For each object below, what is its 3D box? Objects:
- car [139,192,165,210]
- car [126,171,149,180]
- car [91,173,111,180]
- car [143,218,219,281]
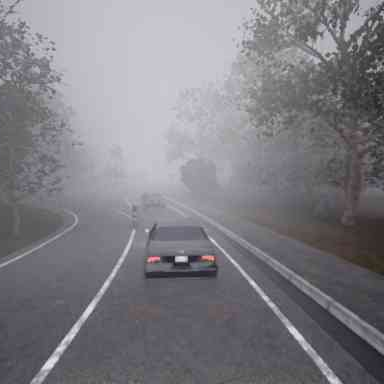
[{"bbox_3d":[-3.570,0.690,29.431,2.033,1.411,5.357,-1,4,-14],"label":"car"},{"bbox_3d":[-12.993,-3.868,79.207,5.566,2.045,2.150,2,5,26],"label":"car"},{"bbox_3d":[-21.439,-3.597,78.223,4.553,1.767,2.097,0,5,-1],"label":"car"},{"bbox_3d":[-0.429,1.481,9.795,2.033,1.411,5.357,0,1,-4],"label":"car"}]
